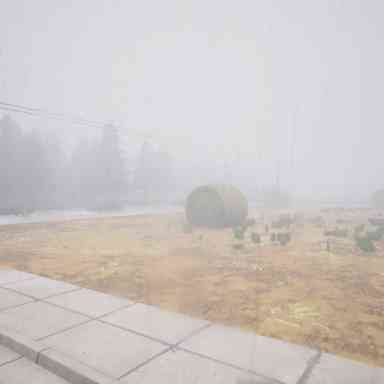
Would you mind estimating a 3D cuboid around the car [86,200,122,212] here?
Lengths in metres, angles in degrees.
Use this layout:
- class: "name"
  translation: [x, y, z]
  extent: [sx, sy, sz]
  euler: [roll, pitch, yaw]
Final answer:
- class: "car"
  translation: [-10.129, 1.591, 38.617]
  extent: [1.994, 1.385, 4.181]
  euler: [0, 0, 37]

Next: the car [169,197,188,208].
- class: "car"
  translation: [-1.396, 1.533, 50.344]
  extent: [1.837, 1.490, 4.892]
  euler: [0, -1, 37]

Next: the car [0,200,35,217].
- class: "car"
  translation: [-16.691, 1.518, 29.774]
  extent: [2.128, 1.511, 4.902]
  euler: [0, 0, 37]
